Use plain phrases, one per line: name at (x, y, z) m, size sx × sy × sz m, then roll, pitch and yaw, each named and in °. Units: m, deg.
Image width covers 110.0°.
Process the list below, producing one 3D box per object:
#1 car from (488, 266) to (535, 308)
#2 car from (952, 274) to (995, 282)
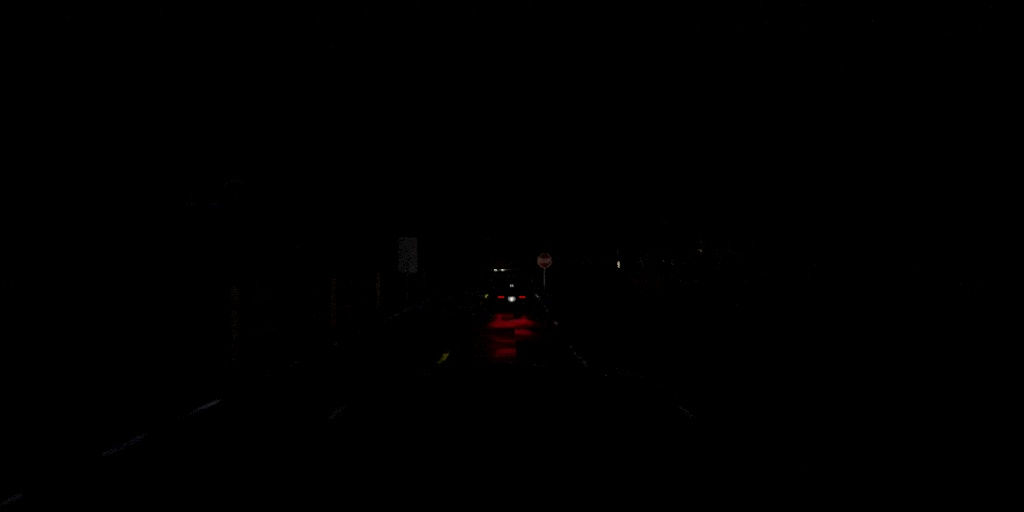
car at (-0.009, 1.401, 16.127) m, size 1.837 × 1.490 × 4.892 m, roll 0°, pitch 0°, yaw 0°
car at (49.414, 2.078, 38.201) m, size 5.008 × 1.535 × 1.882 m, roll 1°, pitch 0°, yaw 1°
